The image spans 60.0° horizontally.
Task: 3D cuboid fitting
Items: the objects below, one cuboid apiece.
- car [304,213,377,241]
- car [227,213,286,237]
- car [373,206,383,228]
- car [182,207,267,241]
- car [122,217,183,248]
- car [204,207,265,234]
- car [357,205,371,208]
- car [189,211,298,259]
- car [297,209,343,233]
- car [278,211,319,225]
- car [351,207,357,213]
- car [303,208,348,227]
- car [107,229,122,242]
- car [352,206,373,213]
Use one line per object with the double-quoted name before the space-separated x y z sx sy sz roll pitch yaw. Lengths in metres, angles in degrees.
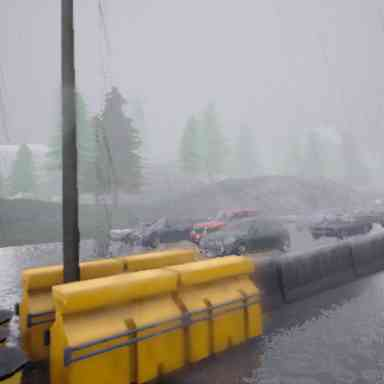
"car" 9.376 2.227 20.776 4.718 1.301 1.895 0 -3 -39
"car" 5.191 2.538 26.393 4.892 1.490 1.837 0 -3 -39
"car" 17.591 1.812 27.540 5.566 2.045 2.150 0 -3 -40
"car" 2.447 2.052 19.621 5.566 2.045 2.150 0 -3 -40
"car" -1.637 2.385 20.759 4.553 1.767 2.097 0 -3 -40
"car" 3.929 2.458 29.903 5.566 2.045 2.150 0 -3 -39
"car" 22.886 2.435 40.853 5.357 1.411 2.033 -1 -3 -39
"car" 2.435 1.979 15.056 4.553 1.767 2.097 0 -3 -40
"car" 9.992 2.351 25.803 4.674 1.442 1.812 0 -3 -40
"car" 11.633 2.795 36.188 4.718 1.301 1.895 0 -3 -39
"car" 23.756 2.545 46.043 4.902 1.511 2.128 -1 -3 -39
"car" 13.276 2.474 33.026 5.008 1.535 1.882 0 -3 -39
"car" -3.552 2.837 23.695 4.718 1.301 1.895 0 -3 -40
"car" 17.830 2.373 32.230 4.718 1.301 1.895 -1 -3 -39
